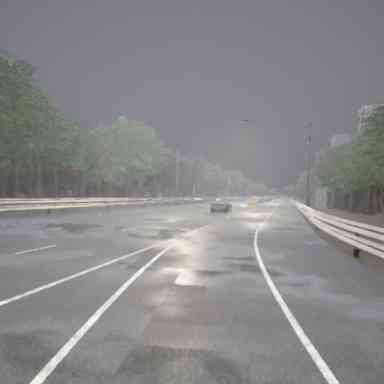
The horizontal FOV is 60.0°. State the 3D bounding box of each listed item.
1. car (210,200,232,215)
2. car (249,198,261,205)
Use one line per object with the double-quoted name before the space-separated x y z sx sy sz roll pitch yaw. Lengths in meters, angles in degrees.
"car" 3.367 1.717 37.786 2.128 1.511 4.902 2 0 16
"car" 14.099 2.190 75.948 1.882 1.535 5.008 2 0 16
